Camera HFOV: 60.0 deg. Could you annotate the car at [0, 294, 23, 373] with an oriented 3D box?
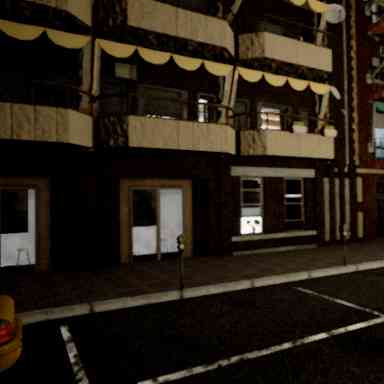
[{"bbox_3d":[-4.456,1.650,3.437,4.829,1.417,1.752,0,-2,-27],"label":"car"}]
